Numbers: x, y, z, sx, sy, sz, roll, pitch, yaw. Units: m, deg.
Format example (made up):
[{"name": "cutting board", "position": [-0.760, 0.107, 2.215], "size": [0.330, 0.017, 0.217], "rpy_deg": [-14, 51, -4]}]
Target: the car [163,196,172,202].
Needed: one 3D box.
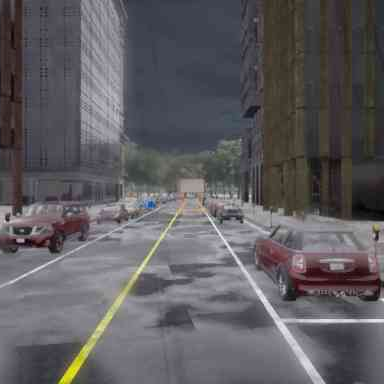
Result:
[{"name": "car", "position": [-5.764, 1.591, 78.954], "size": [1.947, 1.339, 4.313], "rpy_deg": [0, 0, 0]}]

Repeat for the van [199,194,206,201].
[{"name": "van", "position": [2.761, 1.375, 89.829], "size": [1.690, 1.788, 3.998], "rpy_deg": [0, 0, 0]}]

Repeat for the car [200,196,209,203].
[{"name": "car", "position": [2.762, 1.566, 73.517], "size": [1.887, 1.381, 4.507], "rpy_deg": [0, 0, 0]}]

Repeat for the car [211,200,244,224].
[{"name": "car", "position": [2.762, 1.552, 24.578], "size": [2.008, 1.369, 4.403], "rpy_deg": [0, 0, 0]}]

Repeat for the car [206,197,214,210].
[{"name": "car", "position": [2.762, 1.549, 35.454], "size": [1.887, 1.381, 4.507], "rpy_deg": [0, 0, 0]}]

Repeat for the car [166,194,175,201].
[{"name": "car", "position": [-5.764, 1.474, 89.829], "size": [1.967, 1.590, 4.097], "rpy_deg": [0, 0, 0]}]

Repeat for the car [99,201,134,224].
[{"name": "car", "position": [-5.763, 1.583, 24.578], "size": [1.802, 1.307, 4.206], "rpy_deg": [0, 0, 0]}]

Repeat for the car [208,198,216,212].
[{"name": "car", "position": [2.762, 1.547, 30.016], "size": [1.887, 1.381, 4.507], "rpy_deg": [0, 0, 0]}]

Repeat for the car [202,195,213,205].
[{"name": "car", "position": [2.762, 1.535, 51.936], "size": [1.752, 1.417, 4.829], "rpy_deg": [0, 0, 0]}]

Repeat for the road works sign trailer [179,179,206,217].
[{"name": "road works sign trailer", "position": [0.000, 0.467, 31.158], "size": [2.380, 3.560, 2.880], "rpy_deg": [0, 0, 0]}]

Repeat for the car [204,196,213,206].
[{"name": "car", "position": [2.762, 1.531, 41.061], "size": [1.752, 1.417, 4.829], "rpy_deg": [0, 0, 0]}]

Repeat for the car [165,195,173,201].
[{"name": "car", "position": [-5.764, 1.555, 84.222], "size": [1.752, 1.417, 4.829], "rpy_deg": [0, 0, 0]}]

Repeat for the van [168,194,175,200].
[{"name": "van", "position": [-5.764, 1.380, 95.267], "size": [1.690, 1.788, 3.998], "rpy_deg": [0, 0, 0]}]

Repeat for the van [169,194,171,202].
[{"name": "van", "position": [-5.764, 1.359, 68.079], "size": [1.690, 1.788, 3.998], "rpy_deg": [0, 0, 0]}]

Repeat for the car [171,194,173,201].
[{"name": "car", "position": [-5.764, 1.546, 73.347], "size": [1.752, 1.417, 4.829], "rpy_deg": [0, 0, 0]}]

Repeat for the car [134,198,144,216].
[{"name": "car", "position": [-5.763, 1.528, 29.846], "size": [1.752, 1.417, 4.829], "rpy_deg": [0, 0, 0]}]

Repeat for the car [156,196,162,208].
[{"name": "car", "position": [-5.763, 1.558, 46.329], "size": [2.008, 1.369, 4.403], "rpy_deg": [0, 0, 0]}]

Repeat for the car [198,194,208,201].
[{"name": "car", "position": [2.761, 1.344, 84.392], "size": [2.192, 1.841, 5.009], "rpy_deg": [0, 0, 0]}]

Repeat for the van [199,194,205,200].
[{"name": "van", "position": [2.761, 1.380, 95.267], "size": [1.690, 1.788, 3.998], "rpy_deg": [0, 0, 0]}]

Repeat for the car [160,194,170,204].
[{"name": "car", "position": [-5.763, 1.580, 62.641], "size": [1.947, 1.339, 4.313], "rpy_deg": [0, 0, 0]}]

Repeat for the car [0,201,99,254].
[{"name": "car", "position": [-5.763, 1.315, 13.703], "size": [2.192, 1.841, 5.009], "rpy_deg": [0, 0, 0]}]

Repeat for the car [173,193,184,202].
[{"name": "car", "position": [-3.000, 1.247, 76.120], "size": [2.150, 2.045, 5.566], "rpy_deg": [0, 0, 0]}]

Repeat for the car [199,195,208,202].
[{"name": "car", "position": [2.761, 1.465, 78.954], "size": [1.967, 1.590, 4.097], "rpy_deg": [0, 0, 0]}]

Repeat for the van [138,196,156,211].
[{"name": "van", "position": [-5.763, 1.346, 40.891], "size": [1.690, 1.788, 3.998], "rpy_deg": [0, 0, 0]}]

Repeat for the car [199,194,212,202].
[{"name": "car", "position": [2.761, 1.327, 57.204], "size": [2.192, 1.841, 5.009], "rpy_deg": [0, 0, 0]}]

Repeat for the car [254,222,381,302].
[{"name": "car", "position": [2.762, 1.440, 8.266], "size": [1.967, 1.590, 4.097], "rpy_deg": [0, 0, 0]}]
